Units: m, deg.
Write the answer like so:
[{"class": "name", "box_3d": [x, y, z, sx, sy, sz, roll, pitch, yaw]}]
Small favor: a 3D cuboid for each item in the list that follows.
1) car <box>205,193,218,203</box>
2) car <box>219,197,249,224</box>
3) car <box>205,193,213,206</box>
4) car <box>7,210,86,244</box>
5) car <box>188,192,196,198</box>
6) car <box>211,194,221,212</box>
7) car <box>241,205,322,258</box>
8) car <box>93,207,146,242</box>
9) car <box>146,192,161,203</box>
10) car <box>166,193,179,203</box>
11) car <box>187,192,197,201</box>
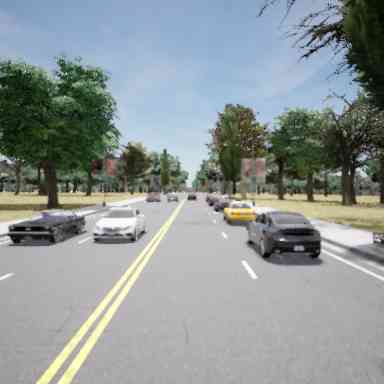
[{"class": "car", "box_3d": [3.274, 0.989, 56.513, 1.882, 1.535, 5.008, 0, 1, 0]}, {"class": "car", "box_3d": [3.260, 1.335, 23.706, 1.801, 1.575, 5.366, 0, 0, 0]}, {"class": "car", "box_3d": [3.269, 1.145, 45.543, 2.163, 1.488, 4.792, 0, 1, 0]}, {"class": "car", "box_3d": [-6.595, 1.535, 15.616, 1.895, 1.301, 4.718, 0, 0, 0]}, {"class": "car", "box_3d": [0.035, 0.638, 83.563, 2.033, 1.411, 5.357, 0, 0, 0]}, {"class": "car", "box_3d": [3.264, 1.299, 34.513, 1.812, 1.442, 4.674, 0, 1, 0]}, {"class": "car", "box_3d": [3.255, 1.455, 12.518, 1.837, 1.490, 4.892, 0, 0, 0]}, {"class": "car", "box_3d": [-3.354, 1.457, 16.140, 1.812, 1.442, 4.674, 0, 0, 0]}, {"class": "car", "box_3d": [-6.530, 0.863, 56.470, 2.097, 1.767, 4.553, 0, 1, 1]}, {"class": "car", "box_3d": [-3.281, 1.000, 56.785, 2.128, 1.511, 4.902, 0, 1, 1]}, {"class": "car", "box_3d": [0.028, 0.892, 65.636, 1.882, 1.535, 5.008, 0, 1, 0]}]
